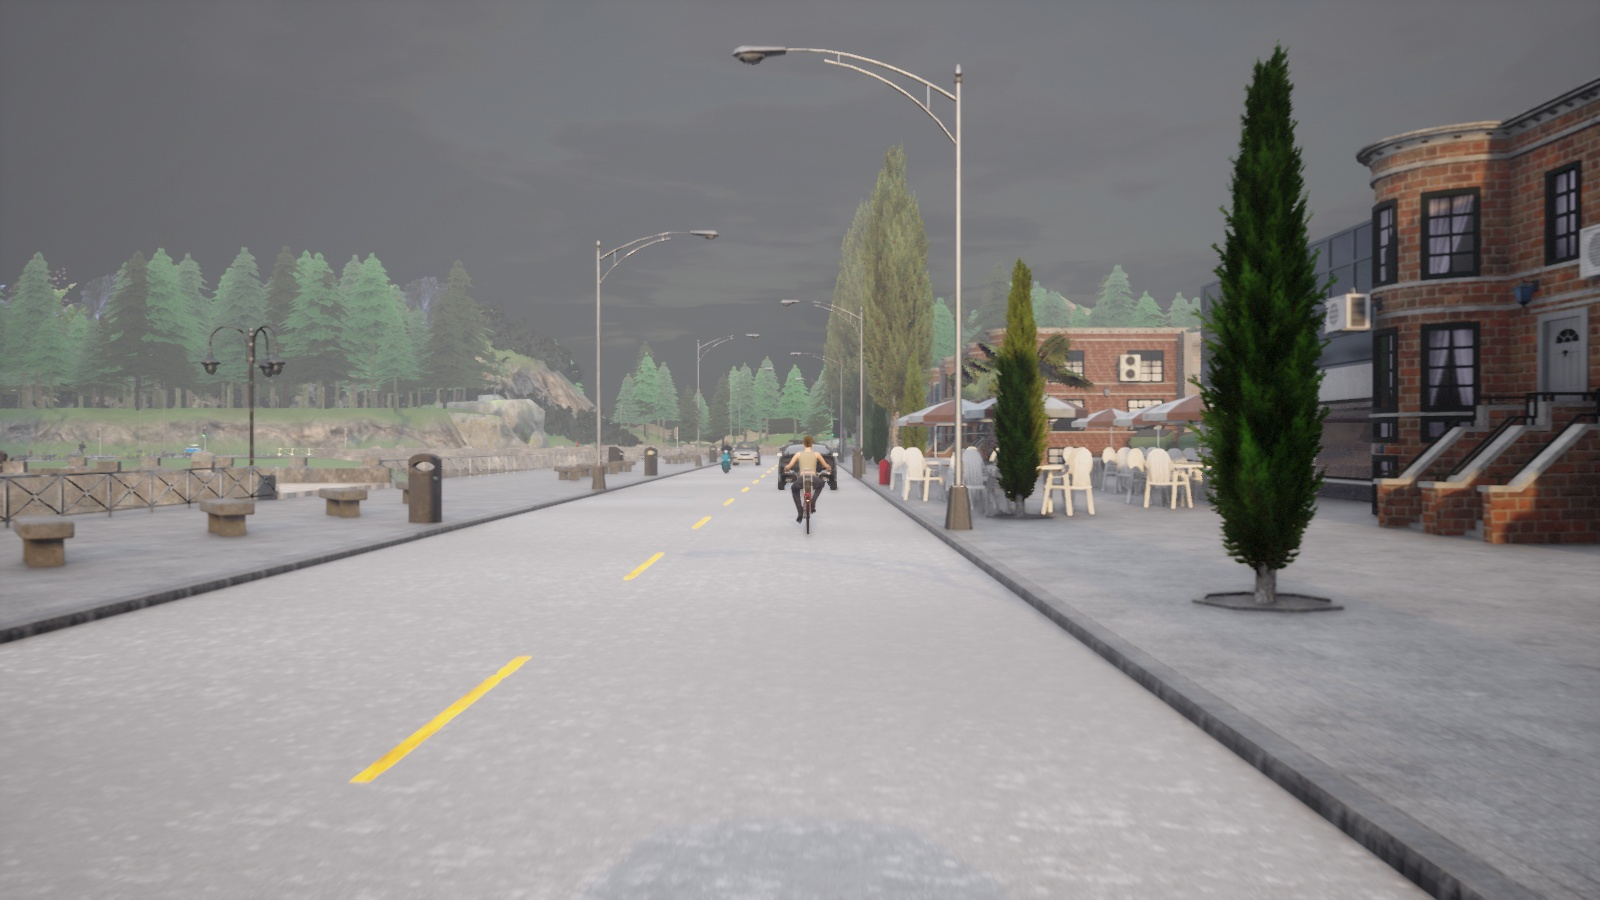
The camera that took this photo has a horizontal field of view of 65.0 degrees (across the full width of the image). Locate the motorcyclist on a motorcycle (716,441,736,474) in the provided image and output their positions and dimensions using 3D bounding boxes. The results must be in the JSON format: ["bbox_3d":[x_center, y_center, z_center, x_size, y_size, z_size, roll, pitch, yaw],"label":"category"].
[{"bbox_3d":[-3.641,0.348,61.938,0.866,1.590,1.817,0,0,0],"label":"motorcyclist on a motorcycle"}]

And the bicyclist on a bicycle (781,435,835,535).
[{"bbox_3d":[0.133,0.564,21.147,0.866,1.612,1.509,0,0,0],"label":"bicyclist on a bicycle"}]

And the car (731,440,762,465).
[{"bbox_3d":[-3.525,0.174,82.952,1.851,1.617,3.988,0,0,0],"label":"car"}]

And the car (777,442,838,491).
[{"bbox_3d":[0.246,0.489,41.798,1.882,1.535,5.008,0,0,0],"label":"car"}]
